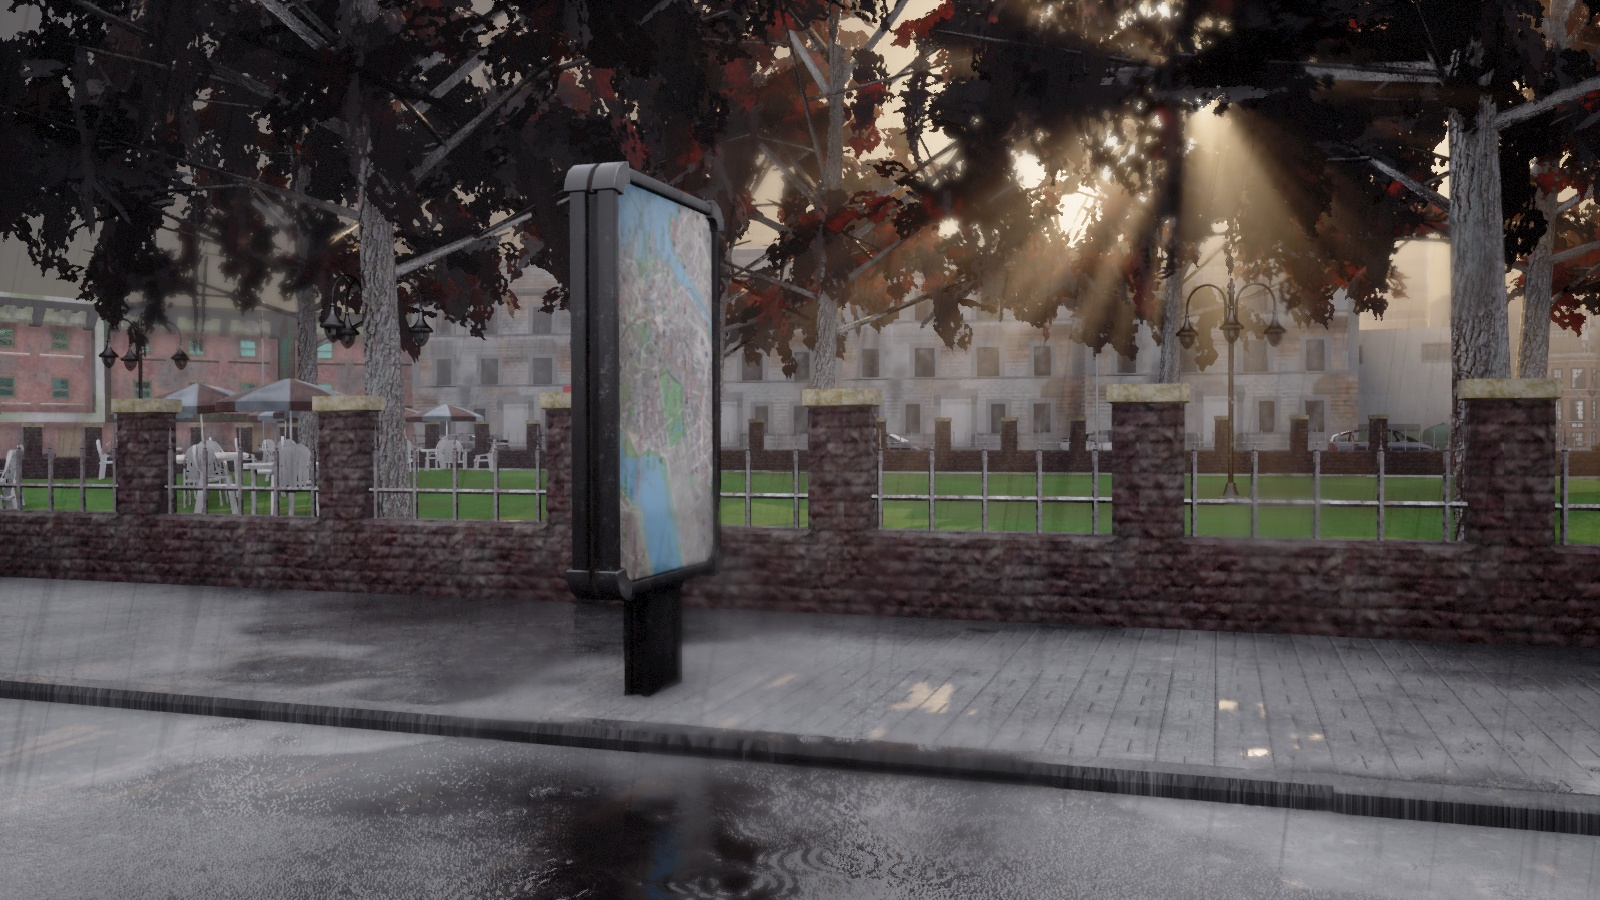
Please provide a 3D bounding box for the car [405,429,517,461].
[{"bbox_3d":[-16.470,-0.257,61.082,4.902,1.511,2.128,0,1,18],"label":"car"}]

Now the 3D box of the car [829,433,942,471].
[{"bbox_3d":[3.440,0.048,50.274,4.193,1.474,1.816,1,1,18],"label":"car"}]

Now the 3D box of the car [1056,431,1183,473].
[{"bbox_3d":[12.073,0.060,47.409,4.514,1.525,2.007,1,1,18],"label":"car"}]

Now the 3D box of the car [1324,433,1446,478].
[{"bbox_3d":[20.685,0.169,44.551,3.705,1.549,1.789,0,1,18],"label":"car"}]

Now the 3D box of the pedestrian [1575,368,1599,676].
[{"bbox_3d":[5.180,0.434,7.621,0.720,1.854,0.376,1,1,18],"label":"pedestrian"}]

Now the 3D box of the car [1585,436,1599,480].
[{"bbox_3d":[28.829,0.278,41.844,4.193,1.474,1.816,1,1,18],"label":"car"}]
